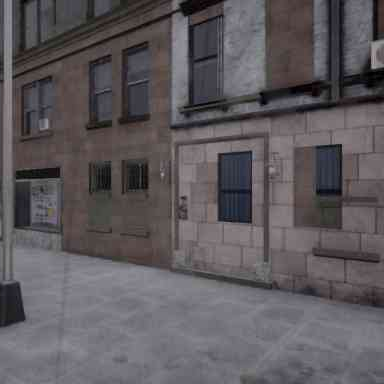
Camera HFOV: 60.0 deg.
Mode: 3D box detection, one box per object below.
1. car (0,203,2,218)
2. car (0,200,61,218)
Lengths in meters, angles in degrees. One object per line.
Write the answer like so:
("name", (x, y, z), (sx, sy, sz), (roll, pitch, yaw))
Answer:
("car", (-15.223, 1.511, 25.801), (1.812, 1.442, 4.674), (0, 0, 36))
("car", (-15.413, 1.523, 31.481), (2.033, 1.411, 5.357), (0, 0, 36))
